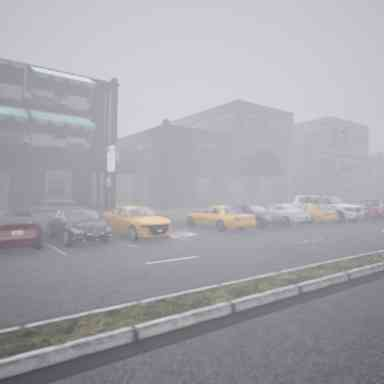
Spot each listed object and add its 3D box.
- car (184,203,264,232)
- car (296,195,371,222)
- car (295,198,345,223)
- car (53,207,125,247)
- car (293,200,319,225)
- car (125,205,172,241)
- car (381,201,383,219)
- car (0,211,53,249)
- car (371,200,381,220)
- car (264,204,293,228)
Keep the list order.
[{"bbox_3d":[1.545,1.468,20.330,1.946,1.575,5.366,0,0,-35],"label":"car"},{"bbox_3d":[10.624,1.297,26.515,2.435,2.045,5.566,1,0,-35],"label":"car"},{"bbox_3d":[8.232,1.515,25.079,1.946,1.575,5.366,1,0,-35],"label":"car"},{"bbox_3d":[-5.250,1.473,15.286,2.231,1.521,4.892,0,0,-35],"label":"car"},{"bbox_3d":[6.080,1.534,23.320,2.002,1.452,4.674,0,0,-35],"label":"car"},{"bbox_3d":[-2.881,1.469,16.966,2.097,1.535,5.008,0,0,-35],"label":"car"},{"bbox_3d":[15.152,1.505,29.726,2.185,1.767,4.553,1,-1,-35],"label":"car"},{"bbox_3d":[-7.529,1.504,13.696,2.163,1.488,4.792,0,0,-35],"label":"car"},{"bbox_3d":[12.868,1.626,28.141,2.002,1.452,4.674,1,-1,-35],"label":"car"},{"bbox_3d":[3.910,1.519,21.785,2.002,1.452,4.674,0,0,-35],"label":"car"}]
